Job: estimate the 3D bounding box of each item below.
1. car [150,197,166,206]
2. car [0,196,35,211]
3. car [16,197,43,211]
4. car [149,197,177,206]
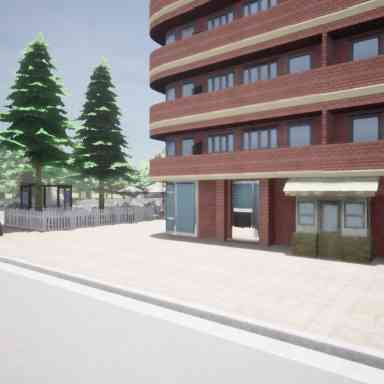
[{"bbox_3d":[-3.641,1.449,51.486,4.892,1.490,1.837,0,-1,-40],"label":"car"},{"bbox_3d":[-19.476,1.296,38.285,2.097,1.767,4.553,0,0,38],"label":"car"},{"bbox_3d":[-16.429,1.508,36.513,1.994,1.385,4.181,0,0,38],"label":"car"},{"bbox_3d":[-4.834,1.508,54.976,4.181,1.385,1.994,0,0,-39],"label":"car"}]
